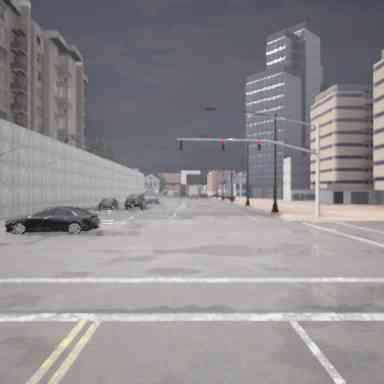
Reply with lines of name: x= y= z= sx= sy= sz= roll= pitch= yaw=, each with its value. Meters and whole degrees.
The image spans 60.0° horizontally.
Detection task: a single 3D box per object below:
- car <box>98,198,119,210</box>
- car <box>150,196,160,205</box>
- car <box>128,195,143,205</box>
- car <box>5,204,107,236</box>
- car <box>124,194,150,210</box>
car: x=-10.632 y=1.527 z=42.482 sx=1.837 sy=1.490 sz=4.892 roll=0 pitch=0 yaw=0
car: x=-7.104 y=1.558 z=61.815 sx=1.812 sy=1.442 sz=4.674 roll=0 pitch=0 yaw=0
car: x=-10.599 y=1.384 z=62.491 sx=2.097 sy=1.767 sz=4.553 roll=0 pitch=0 yaw=1
car: x=-7.426 y=1.555 z=17.950 sx=4.892 sy=1.490 sz=1.837 roll=0 pitch=0 yaw=0
car: x=-7.130 y=1.244 z=42.535 sx=2.150 sy=2.045 sz=5.566 roll=0 pitch=0 yaw=0
